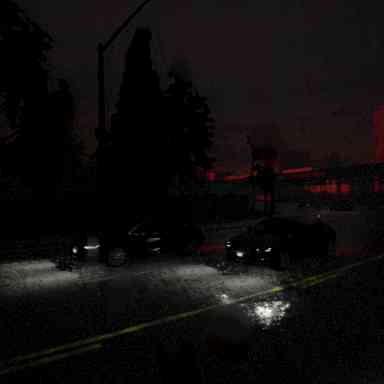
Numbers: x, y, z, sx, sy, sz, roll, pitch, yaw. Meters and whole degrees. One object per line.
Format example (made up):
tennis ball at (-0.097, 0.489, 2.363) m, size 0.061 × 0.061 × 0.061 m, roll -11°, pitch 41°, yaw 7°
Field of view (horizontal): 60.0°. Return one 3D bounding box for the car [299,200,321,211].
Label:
car at (18.258, 2.089, 51.646) m, size 2.097 × 1.767 × 4.553 m, roll -1°, pitch -1°, yaw -1°

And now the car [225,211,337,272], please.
car at (3.202, 1.605, 11.382) m, size 4.892 × 1.490 × 1.837 m, roll 1°, pitch 0°, yaw -42°

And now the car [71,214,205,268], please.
car at (-1.727, 1.584, 11.753) m, size 4.892 × 1.490 × 1.837 m, roll 1°, pitch 0°, yaw -40°

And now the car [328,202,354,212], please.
car at (21.823, 2.196, 48.941) m, size 2.033 × 1.411 × 5.357 m, roll -1°, pitch -1°, yaw 3°
